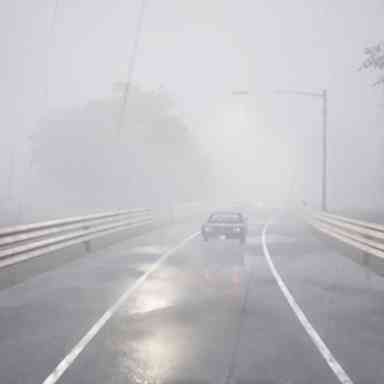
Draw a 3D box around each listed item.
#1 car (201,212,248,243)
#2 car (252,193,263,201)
[{"bbox_3d":[1.728,1.606,16.127,1.895,1.301,4.718,0,0,12],"label":"car"},{"bbox_3d":[16.696,1.188,85.362,2.150,2.045,5.566,0,0,0],"label":"car"}]
